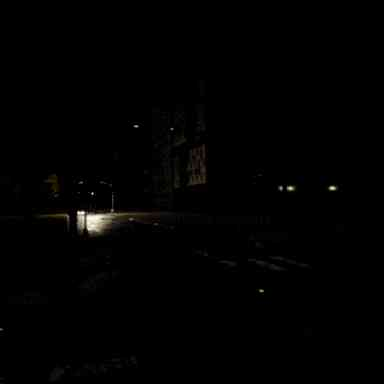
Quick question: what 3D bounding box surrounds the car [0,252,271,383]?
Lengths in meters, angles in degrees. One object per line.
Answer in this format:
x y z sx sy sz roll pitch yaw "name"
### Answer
-0.921 1.803 5.573 4.674 1.442 1.812 0 -2 -20 "car"
